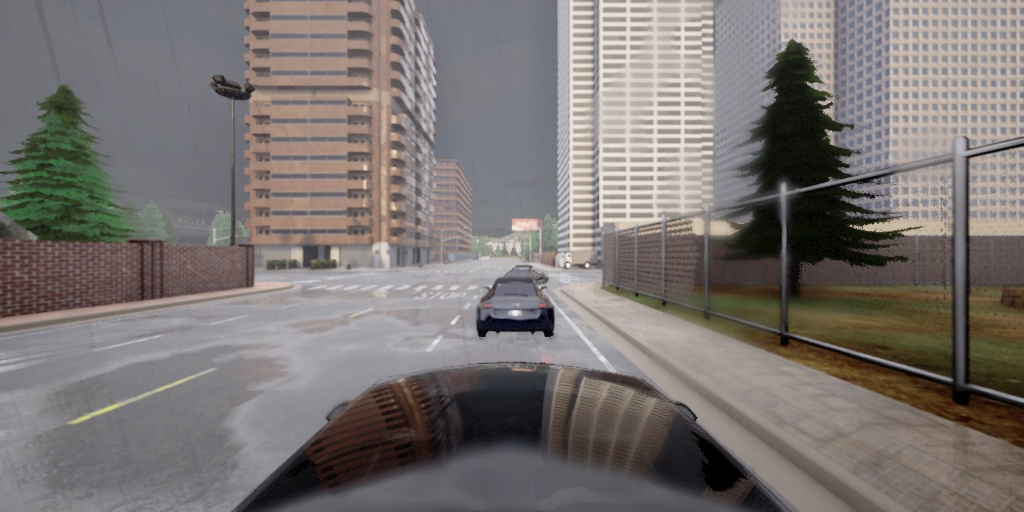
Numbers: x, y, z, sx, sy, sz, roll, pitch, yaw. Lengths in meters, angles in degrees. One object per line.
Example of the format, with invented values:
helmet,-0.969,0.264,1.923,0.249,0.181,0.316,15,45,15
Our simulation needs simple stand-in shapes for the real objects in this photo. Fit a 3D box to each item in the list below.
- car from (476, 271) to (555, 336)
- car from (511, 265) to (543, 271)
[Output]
car,0.095,1.299,10.388,1.994,1.385,4.181,0,0,0
car,0.957,1.268,22.789,1.994,1.385,4.181,0,0,18
